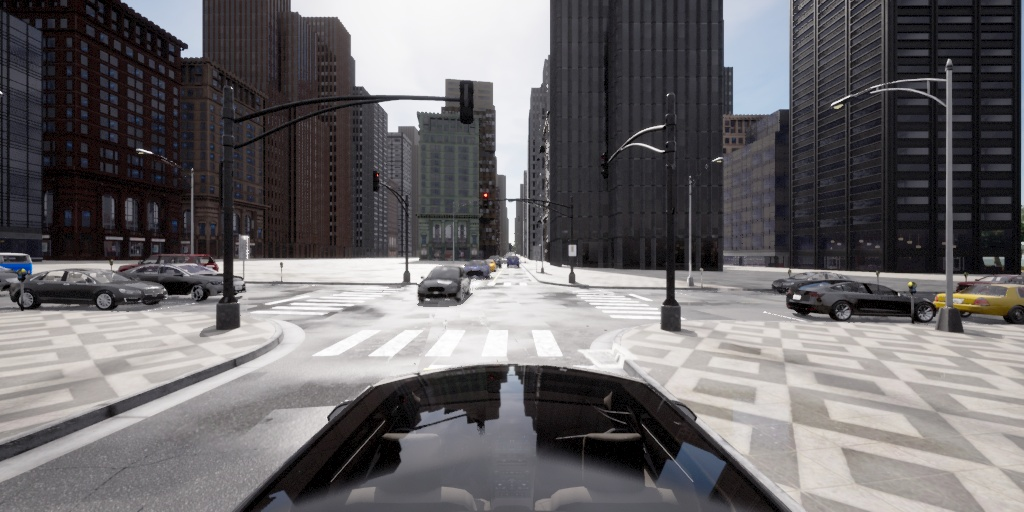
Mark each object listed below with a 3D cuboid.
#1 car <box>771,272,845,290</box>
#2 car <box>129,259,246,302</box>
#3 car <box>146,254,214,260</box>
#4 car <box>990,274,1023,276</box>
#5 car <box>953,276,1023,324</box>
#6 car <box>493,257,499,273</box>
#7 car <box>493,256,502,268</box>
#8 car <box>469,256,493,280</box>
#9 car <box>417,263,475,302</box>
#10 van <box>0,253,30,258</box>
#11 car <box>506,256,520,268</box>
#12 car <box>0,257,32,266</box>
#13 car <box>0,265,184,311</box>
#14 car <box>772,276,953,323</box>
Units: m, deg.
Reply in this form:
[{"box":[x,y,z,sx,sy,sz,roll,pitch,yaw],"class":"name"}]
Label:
[{"box":[17.812,1.591,21.175,4.403,1.370,2.007,0,0,0],"class":"car"},{"box":[-14.134,1.065,15.358,4.902,1.511,2.128,1,0,1],"class":"car"},{"box":[-20.195,0.799,21.150,5.009,1.841,2.192,0,0,0],"class":"car"},{"box":[29.098,1.766,21.154,4.507,1.381,1.888,0,0,0],"class":"car"},{"box":[17.957,1.571,12.649,4.829,1.417,1.751,0,0,0],"class":"car"},{"box":[-3.028,1.228,44.757,1.882,1.535,5.008,0,0,0],"class":"car"},{"box":[-2.957,0.976,61.276,2.150,2.045,5.566,0,0,1],"class":"car"},{"box":[-3.023,1.102,31.605,2.097,1.767,4.553,0,0,-1],"class":"car"},{"box":[-3.077,1.256,16.940,1.837,1.490,4.892,0,0,0],"class":"car"},{"box":[-31.114,0.680,21.170,3.998,1.789,1.690,0,0,0],"class":"van"},{"box":[0.199,0.974,62.675,2.150,2.045,5.566,0,0,0],"class":"car"},{"box":[-23.549,0.935,15.388,4.902,1.511,2.128,1,0,0],"class":"car"},{"box":[-14.763,1.116,12.614,4.403,1.370,2.007,0,0,0],"class":"car"},{"box":[12.145,1.524,12.660,4.313,1.339,1.948,0,0,0],"class":"car"}]
